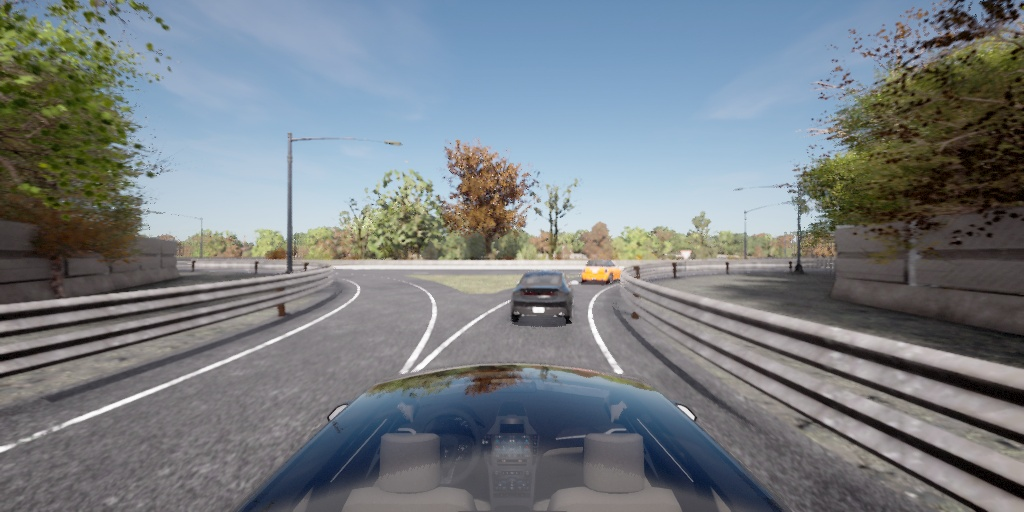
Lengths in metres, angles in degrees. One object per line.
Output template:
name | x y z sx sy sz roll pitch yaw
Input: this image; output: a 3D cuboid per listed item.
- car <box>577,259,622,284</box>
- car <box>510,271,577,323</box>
car | 6.817 1.083 26.876 2.097 1.767 4.553 0 0 29
car | 1.167 1.245 12.263 1.837 1.490 4.892 0 0 10
